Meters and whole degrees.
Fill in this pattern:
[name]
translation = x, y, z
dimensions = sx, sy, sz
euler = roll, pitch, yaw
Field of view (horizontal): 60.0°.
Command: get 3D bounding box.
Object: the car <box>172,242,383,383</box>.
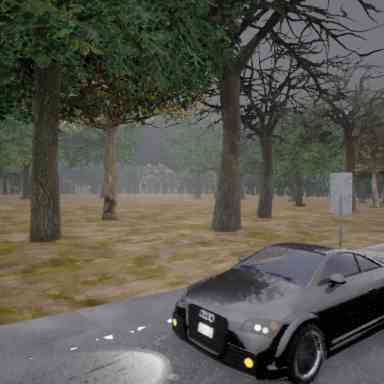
[car]
translation = 1.760, 1.566, 5.420
dimensions = 4.181, 1.385, 1.994
euler = 0, 0, -37
